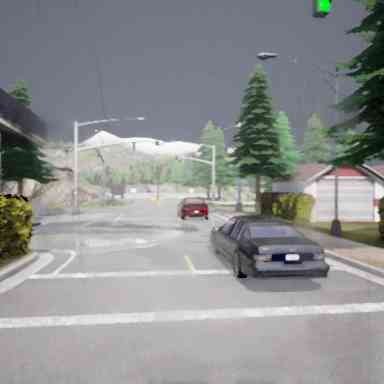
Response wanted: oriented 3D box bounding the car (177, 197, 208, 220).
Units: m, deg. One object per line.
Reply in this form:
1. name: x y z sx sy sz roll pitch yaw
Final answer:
1. car: 0.008 1.152 24.699 1.882 1.535 5.008 0 0 -7

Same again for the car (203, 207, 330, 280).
1. car: 1.817 1.379 9.474 2.033 1.411 5.357 0 1 -7
